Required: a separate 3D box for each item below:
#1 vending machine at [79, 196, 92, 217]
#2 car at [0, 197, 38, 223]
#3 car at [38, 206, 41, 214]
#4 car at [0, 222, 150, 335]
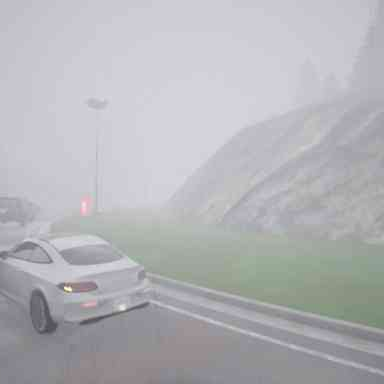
[{"bbox_3d":[-10.635,1.434,33.227,1.100,2.100,0.880,0,0,-4],"label":"vending machine"},{"bbox_3d":[-12.913,1.371,24.061,2.150,2.045,5.566,0,0,-17],"label":"car"},{"bbox_3d":[-17.940,1.752,35.712,1.812,1.442,4.674,0,0,-1],"label":"car"},{"bbox_3d":[-2.750,1.575,6.871,4.674,1.442,1.812,0,0,44],"label":"car"}]
